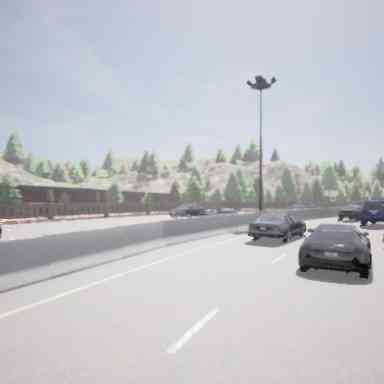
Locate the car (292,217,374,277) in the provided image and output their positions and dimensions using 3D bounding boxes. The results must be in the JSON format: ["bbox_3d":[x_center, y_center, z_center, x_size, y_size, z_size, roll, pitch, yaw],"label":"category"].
[{"bbox_3d":[4.839,1.752,11.107,1.994,1.385,4.181,0,-1,28],"label":"car"}]

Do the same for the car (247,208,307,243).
[{"bbox_3d":[4.726,1.830,18.098,2.033,1.411,5.357,0,-1,32],"label":"car"}]

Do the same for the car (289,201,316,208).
[{"bbox_3d":[15.731,2.145,47.405,4.553,1.767,2.097,1,-1,-40],"label":"car"}]

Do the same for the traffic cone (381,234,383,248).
[{"bbox_3d":[8.761,2.219,14.900,0.340,0.580,0.340,0,-1,27],"label":"traffic cone"}]

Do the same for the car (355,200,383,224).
[{"bbox_3d":[15.169,1.685,26.685,2.150,2.045,5.566,-1,-1,39],"label":"car"}]

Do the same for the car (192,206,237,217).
[{"bbox_3d":[2.325,2.003,27.464,1.895,1.301,4.718,0,-1,35],"label":"car"}]

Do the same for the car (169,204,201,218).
[{"bbox_3d":[-0.399,2.000,35.419,2.128,1.511,4.902,0,-1,38],"label":"car"}]

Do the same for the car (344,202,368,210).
[{"bbox_3d":[30.821,2.624,62.460,4.892,1.490,1.837,1,-1,-32],"label":"car"}]

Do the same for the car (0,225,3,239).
[{"bbox_3d":[-10.029,1.607,13.012,1.837,1.490,4.892,0,-1,26],"label":"car"}]

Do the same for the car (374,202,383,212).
[{"bbox_3d":[32.684,2.479,55.430,5.008,1.535,1.882,1,-1,-31],"label":"car"}]

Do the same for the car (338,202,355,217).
[{"bbox_3d":[16.022,2.066,32.856,1.837,1.490,4.892,-1,-1,42],"label":"car"}]
